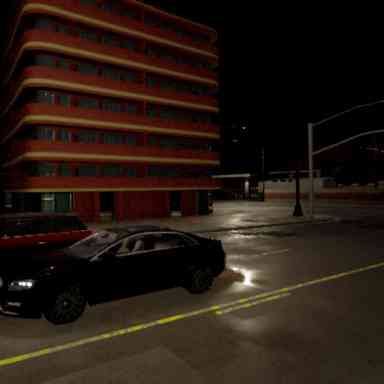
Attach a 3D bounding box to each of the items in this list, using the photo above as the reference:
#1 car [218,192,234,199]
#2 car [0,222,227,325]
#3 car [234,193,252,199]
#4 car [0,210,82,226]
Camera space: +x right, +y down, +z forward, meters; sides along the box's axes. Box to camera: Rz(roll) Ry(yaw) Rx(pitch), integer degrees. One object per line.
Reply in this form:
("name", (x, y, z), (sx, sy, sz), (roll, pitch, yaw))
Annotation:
("car", (8.976, 0.951, 86.211), (4.611, 1.667, 2.242), (-1, 1, -35))
("car", (-1.455, 1.518, 7.247), (4.902, 1.511, 2.128), (0, 0, -35))
("car", (12.947, 1.082, 81.989), (3.806, 1.475, 1.970), (-1, 1, -35))
("car", (-4.921, 1.387, 9.079), (4.553, 1.767, 2.097), (0, 0, -35))
